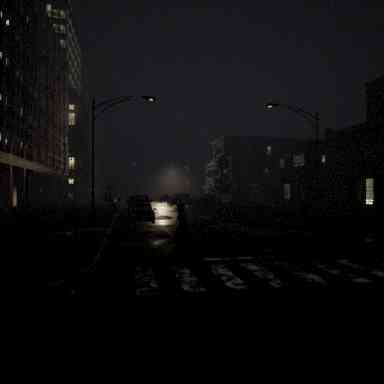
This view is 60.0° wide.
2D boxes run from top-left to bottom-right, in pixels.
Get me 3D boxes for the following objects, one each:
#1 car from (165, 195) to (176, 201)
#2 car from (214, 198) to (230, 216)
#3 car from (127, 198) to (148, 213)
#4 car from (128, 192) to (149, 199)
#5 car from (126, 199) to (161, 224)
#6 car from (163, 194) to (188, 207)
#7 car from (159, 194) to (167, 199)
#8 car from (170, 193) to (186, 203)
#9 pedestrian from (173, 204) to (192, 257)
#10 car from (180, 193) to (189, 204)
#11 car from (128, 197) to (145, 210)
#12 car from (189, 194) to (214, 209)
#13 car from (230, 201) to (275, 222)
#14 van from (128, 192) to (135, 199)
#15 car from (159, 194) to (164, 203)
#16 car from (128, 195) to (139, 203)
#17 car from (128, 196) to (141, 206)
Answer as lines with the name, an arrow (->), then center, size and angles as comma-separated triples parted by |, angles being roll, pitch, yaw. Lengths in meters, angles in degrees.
car -> -4.787, 1.286, 73.899 | 1.947, 1.339, 4.313 | 1, 0, -11
car -> 3.634, 1.475, 30.411 | 1.802, 1.307, 4.206 | 1, 0, -11
car -> -5.647, 1.374, 34.256 | 2.008, 1.369, 4.403 | 1, 0, -11
car -> -4.592, 1.162, 28.819 | 2.192, 1.841, 5.009 | 1, 0, -11
car -> -3.542, 1.422, 23.384 | 2.008, 1.369, 4.403 | 1, 0, -11
car -> -2.455, 1.350, 48.262 | 2.033, 1.411, 5.357 | 0, 0, -11
car -> -7.945, 1.244, 90.207 | 1.802, 1.307, 4.206 | 1, 0, -11
car -> -2.679, 1.076, 63.026 | 2.192, 1.841, 5.009 | 1, 0, -11
pedestrian -> -0.326, 1.225, 11.082 | 0.375, 1.860, 0.375 | 1, 0, -11
car -> -0.609, 1.328, 52.322 | 1.752, 1.417, 4.829 | 1, 0, -11
car -> -6.699, 1.345, 39.692 | 1.887, 1.381, 4.507 | 1, 0, -11
car -> 1.531, 1.162, 41.282 | 2.192, 1.841, 5.009 | 1, 0, -11
car -> 4.654, 1.442, 25.141 | 1.752, 1.417, 4.829 | 1, 0, -11
van -> -16.171, 0.958, 88.615 | 1.690, 1.788, 3.998 | 1, 0, -11
car -> -4.963, 1.257, 61.179 | 1.837, 1.490, 4.892 | 0, 0, -11
car -> -10.910, 1.281, 61.436 | 1.947, 1.339, 4.313 | 1, 0, -11
car -> -8.772, 1.283, 50.397 | 1.752, 1.417, 4.829 | 1, 0, -11
